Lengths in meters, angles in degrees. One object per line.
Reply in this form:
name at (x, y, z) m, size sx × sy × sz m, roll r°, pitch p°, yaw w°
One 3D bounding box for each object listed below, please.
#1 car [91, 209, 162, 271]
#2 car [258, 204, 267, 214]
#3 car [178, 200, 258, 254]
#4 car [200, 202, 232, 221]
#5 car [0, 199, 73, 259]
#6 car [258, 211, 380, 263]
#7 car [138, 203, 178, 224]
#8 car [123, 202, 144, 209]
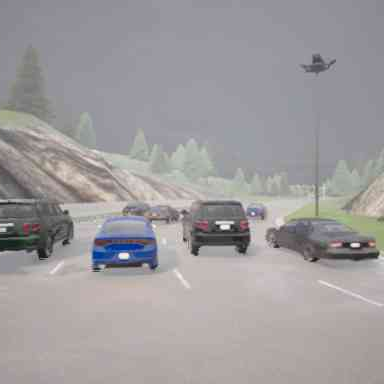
car at (-2.230, 1.558, 11.331) m, size 1.882 × 1.535 × 5.008 m, roll 0°, pitch 0°, yaw -10°
car at (6.269, 1.843, 32.559) m, size 1.812 × 1.442 × 4.674 m, roll 0°, pitch -1°, yaw 18°
car at (0.822, 1.346, 14.249) m, size 2.150 × 2.045 × 5.566 m, roll 0°, pitch -1°, yaw -7°
car at (2.374, 1.772, 31.600) m, size 2.128 × 1.511 × 4.902 m, roll 0°, pitch 0°, yaw 16°
car at (-6.207, 1.284, 12.902) m, size 2.150 × 2.045 × 5.566 m, roll 0°, pitch -1°, yaw -8°
car at (4.571, 1.689, 12.665) m, size 2.033 × 1.411 × 5.357 m, roll 0°, pitch 0°, yaw -10°
car at (-2.361, 1.754, 26.919) m, size 2.033 × 1.411 × 5.357 m, roll 0°, pitch 0°, yaw 9°
car at (-5.019, 1.733, 31.981) m, size 1.837 × 1.490 × 4.892 m, roll 0°, pitch -1°, yaw 13°
